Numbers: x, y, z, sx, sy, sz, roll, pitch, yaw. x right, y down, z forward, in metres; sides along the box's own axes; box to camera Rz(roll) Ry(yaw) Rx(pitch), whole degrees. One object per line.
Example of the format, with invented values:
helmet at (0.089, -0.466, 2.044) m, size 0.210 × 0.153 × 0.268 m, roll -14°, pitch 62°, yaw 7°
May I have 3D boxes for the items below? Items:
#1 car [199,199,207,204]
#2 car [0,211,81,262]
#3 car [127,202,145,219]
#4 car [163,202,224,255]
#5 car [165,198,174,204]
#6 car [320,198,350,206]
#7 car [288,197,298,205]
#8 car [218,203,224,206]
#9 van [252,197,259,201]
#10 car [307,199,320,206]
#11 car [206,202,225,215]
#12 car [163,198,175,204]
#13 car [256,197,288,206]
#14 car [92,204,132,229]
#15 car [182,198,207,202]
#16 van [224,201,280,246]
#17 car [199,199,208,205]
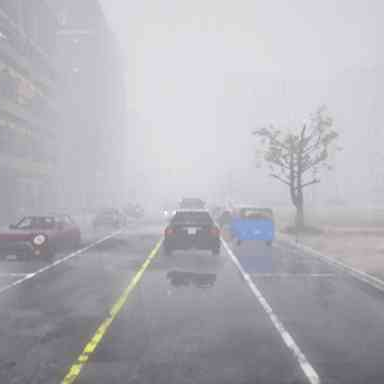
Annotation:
car at (2.697, 2.380, 84.103) m, size 1.802 × 1.307 × 4.206 m, roll 1°, pitch -1°, yaw 0°
car at (-5.683, 1.558, 12.494) m, size 1.967 × 1.590 × 4.097 m, roll 1°, pitch -1°, yaw 0°
car at (-5.809, 1.747, 32.537) m, size 1.967 × 1.590 × 4.097 m, roll 1°, pitch -1°, yaw 0°
car at (0.002, 1.483, 14.094) m, size 2.097 × 1.767 × 4.553 m, roll 0°, pitch -1°, yaw 0°
car at (-5.683, 2.343, 84.143) m, size 1.887 × 1.381 × 4.507 m, roll 1°, pitch -1°, yaw 0°
car at (24.755, 1.714, 56.898) m, size 4.097 × 1.590 × 1.967 m, roll 0°, pitch -1°, yaw 0°
car at (19.288, 1.833, 65.317) m, size 5.009 × 1.841 × 2.192 m, roll 0°, pitch -1°, yaw 0°
car at (2.784, 1.774, 24.342) m, size 1.887 × 1.381 × 4.507 m, roll 1°, pitch -1°, yaw 0°
van at (13.760, 1.902, 65.356) m, size 3.998 × 1.788 × 1.690 m, roll 0°, pitch -1°, yaw 0°
car at (24.817, 2.020, 65.274) m, size 4.507 × 1.381 × 1.887 m, roll 0°, pitch -1°, yaw 0°
car at (2.828, 1.931, 40.341) m, size 2.008 × 1.369 × 4.403 m, roll 1°, pitch -1°, yaw 0°
car at (-3.005, 2.023, 48.466) m, size 1.994 × 1.385 × 4.181 m, roll 0°, pitch -1°, yaw 0°
car at (13.700, 1.941, 56.974) m, size 4.206 × 1.307 × 1.802 m, roll 0°, pitch -1°, yaw 0°
car at (-5.760, 1.804, 23.631) m, size 1.802 × 1.307 × 4.206 m, roll 1°, pitch -1°, yaw 0°
car at (-0.001, 1.490, 29.026) m, size 2.150 × 2.045 × 5.566 m, roll 0°, pitch 0°, yaw 0°
van at (2.731, 1.491, 15.883) m, size 1.690 × 1.788 × 3.998 m, roll 1°, pitch -1°, yaw 0°
car at (2.697, 2.310, 78.532) m, size 1.947 × 1.339 × 4.313 m, roll 1°, pitch -1°, yaw 0°
